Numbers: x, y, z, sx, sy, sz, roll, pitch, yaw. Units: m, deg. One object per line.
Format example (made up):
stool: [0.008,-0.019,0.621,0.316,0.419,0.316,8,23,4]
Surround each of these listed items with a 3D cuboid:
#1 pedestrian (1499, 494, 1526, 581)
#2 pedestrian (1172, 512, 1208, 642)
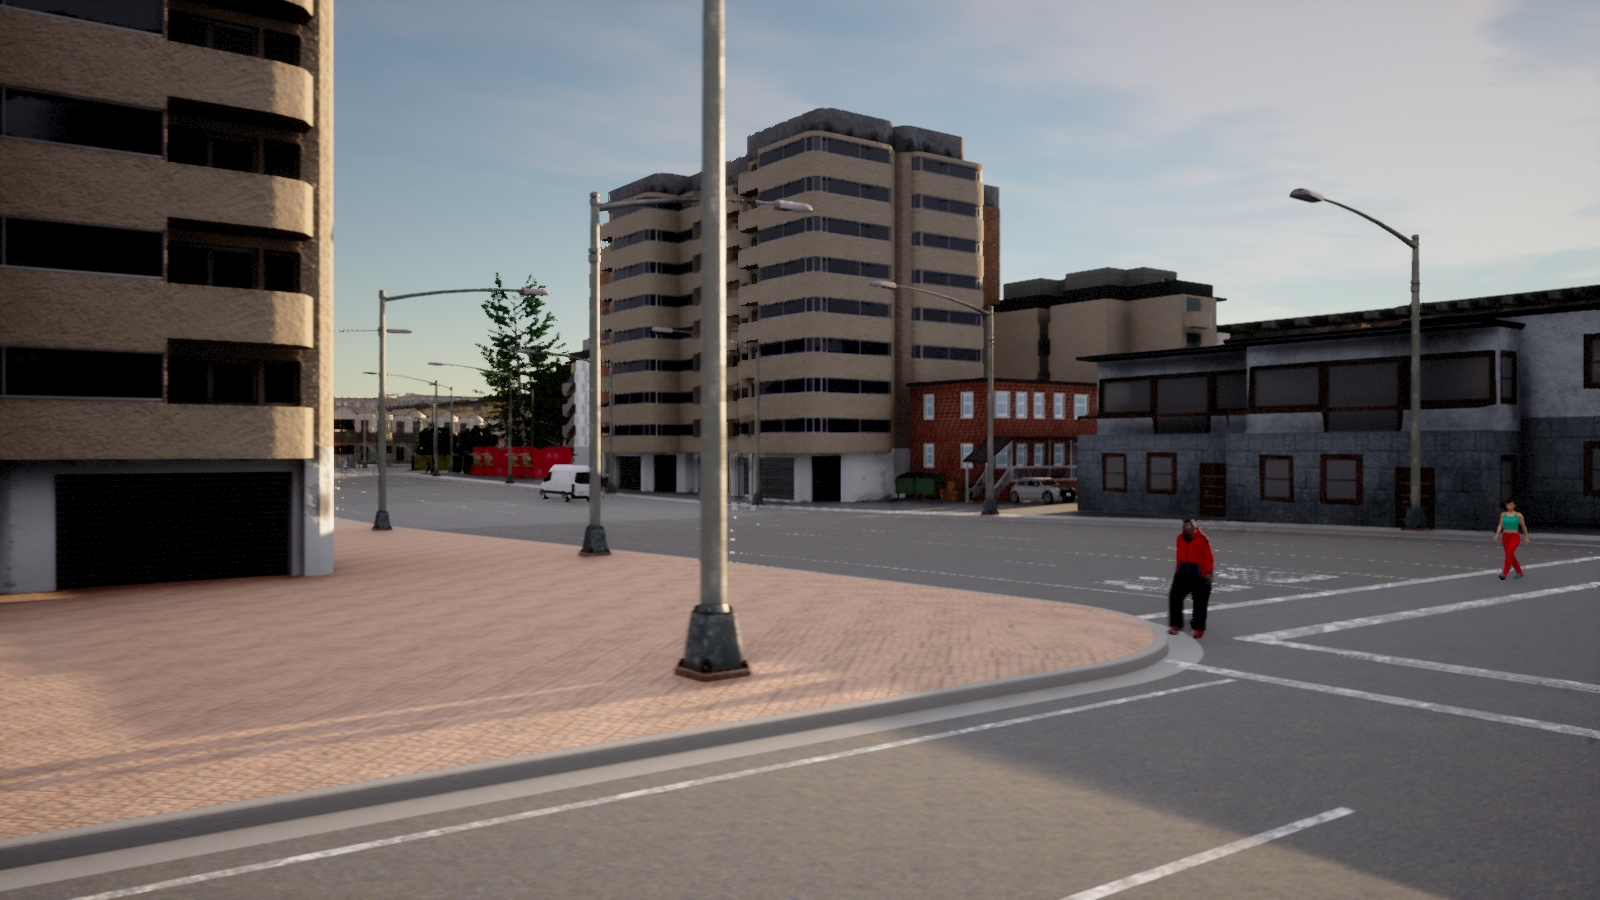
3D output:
pedestrian: [15.486,1.887,24.842,0.375,1.860,0.375,0,0,-35]
pedestrian: [5.747,1.860,16.844,0.375,1.860,0.375,0,0,-42]
